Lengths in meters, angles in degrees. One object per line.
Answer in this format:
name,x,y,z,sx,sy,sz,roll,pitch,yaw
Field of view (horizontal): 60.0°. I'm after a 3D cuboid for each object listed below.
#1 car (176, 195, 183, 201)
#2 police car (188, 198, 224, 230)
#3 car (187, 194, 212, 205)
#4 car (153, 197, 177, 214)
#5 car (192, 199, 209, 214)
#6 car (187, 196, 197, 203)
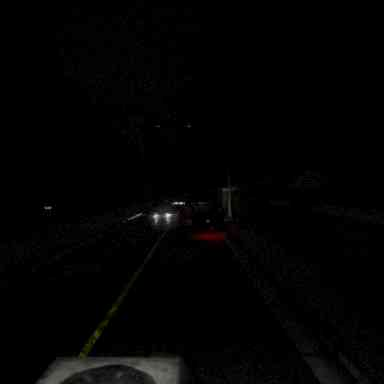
car,-3.011,1.381,77.704,2.128,1.511,4.902,0,0,0
police car,0.897,1.421,21.096,1.930,1.638,5.238,0,0,0
car,0.895,1.224,31.016,2.150,2.045,5.566,0,0,0
car,-3.101,1.548,36.410,2.033,1.411,5.357,0,0,0
car,0.895,1.528,36.986,1.812,1.442,4.674,0,0,0
car,-0.011,1.521,70.991,1.994,1.385,4.181,0,0,0
